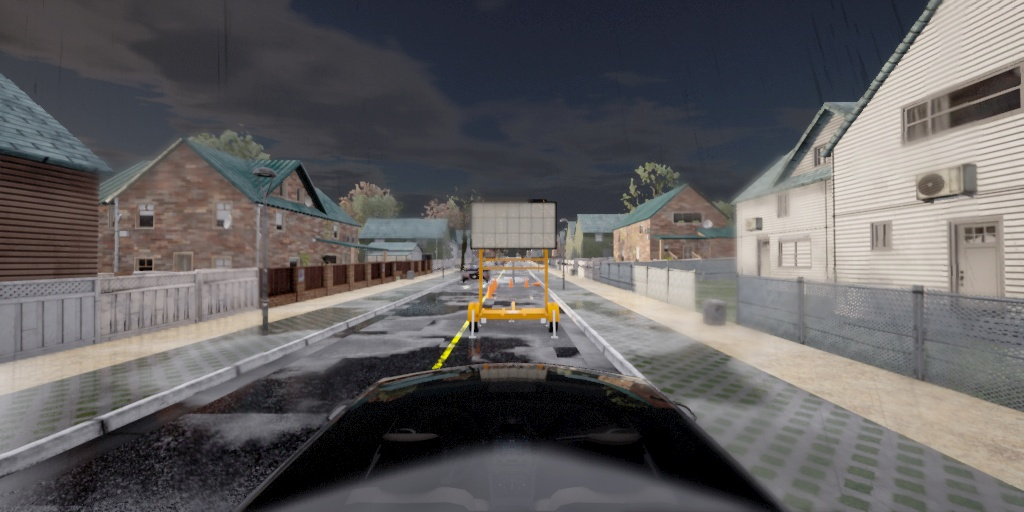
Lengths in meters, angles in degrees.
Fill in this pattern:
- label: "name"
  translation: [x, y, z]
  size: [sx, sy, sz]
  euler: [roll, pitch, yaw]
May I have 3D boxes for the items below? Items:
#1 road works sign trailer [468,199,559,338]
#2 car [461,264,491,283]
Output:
- label: "road works sign trailer"
  translation: [0.043, 0.217, 10.127]
  size: [2.380, 3.560, 2.880]
  euler: [0, 0, 0]
- label: "car"
  translation: [-2.717, 1.318, 27.968]
  size: [1.994, 1.385, 4.181]
  euler: [0, 0, 0]
